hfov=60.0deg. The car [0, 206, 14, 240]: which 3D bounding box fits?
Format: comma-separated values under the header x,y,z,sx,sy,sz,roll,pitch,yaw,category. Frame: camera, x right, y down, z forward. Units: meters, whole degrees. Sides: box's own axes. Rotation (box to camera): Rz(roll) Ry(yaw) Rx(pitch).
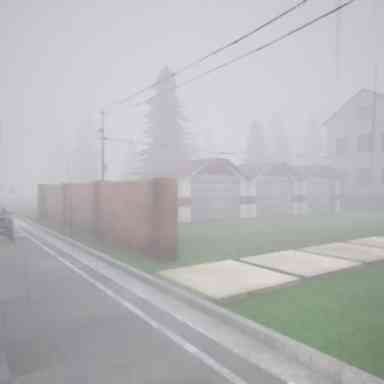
x,y,z,sx,sy,sz,roll,pitch,yaw,category
-9.461,1.376,15.369,1.837,1.490,4.892,0,1,-35,car
